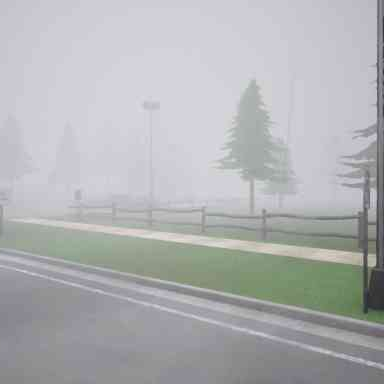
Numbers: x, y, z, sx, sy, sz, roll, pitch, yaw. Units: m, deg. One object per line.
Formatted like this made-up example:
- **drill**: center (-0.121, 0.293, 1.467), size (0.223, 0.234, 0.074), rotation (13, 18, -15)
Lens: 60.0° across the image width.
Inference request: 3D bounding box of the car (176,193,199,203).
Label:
- **car**: center (-0.811, 1.226, 66.940), size (2.150, 2.045, 5.566), rotation (0, 0, 35)

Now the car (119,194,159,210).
- **car**: center (-6.229, 1.352, 41.112), size (2.097, 1.767, 4.553), rotation (0, 0, 35)

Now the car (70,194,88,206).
- **car**: center (-14.896, 1.491, 47.041), size (2.128, 1.511, 4.902), rotation (0, 0, 35)

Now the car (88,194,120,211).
- **car**: center (-9.824, 1.221, 42.086), size (2.150, 2.045, 5.566), rotation (0, 0, 35)

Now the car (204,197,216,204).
- **car**: center (3.972, 1.565, 61.596), size (1.994, 1.385, 4.181), rotation (0, 0, 36)

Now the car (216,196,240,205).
- **car**: center (6.803, 1.477, 59.537), size (1.882, 1.535, 5.008), rotation (0, 0, 36)
